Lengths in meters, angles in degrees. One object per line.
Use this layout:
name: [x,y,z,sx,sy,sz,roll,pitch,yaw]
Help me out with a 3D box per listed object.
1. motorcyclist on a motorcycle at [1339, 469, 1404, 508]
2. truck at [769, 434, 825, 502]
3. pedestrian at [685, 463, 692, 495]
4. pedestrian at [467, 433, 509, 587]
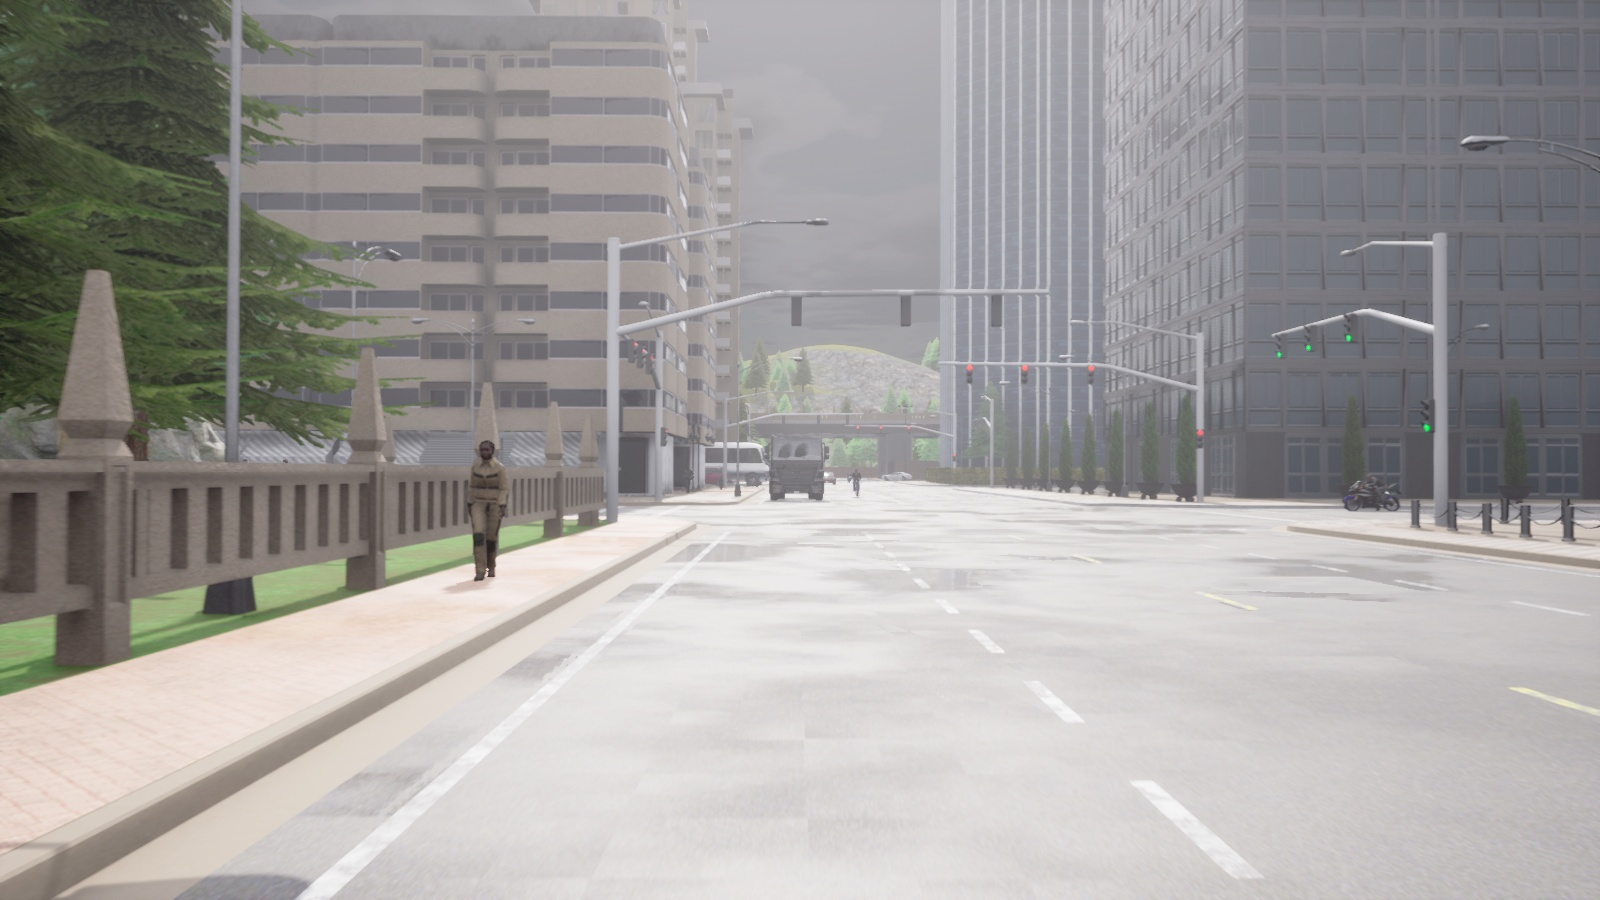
motorcyclist on a motorcycle: [22.791,1.542,50.111,2.191,1.530,0.866,0,-1,0]
truck: [-0.168,0.980,68.515,2.891,3.462,7.936,0,-1,0]
pedestrian: [-6.893,1.797,77.424,0.423,1.949,0.788,0,-1,-4]
pedestrian: [-4.003,0.759,16.133,0.396,1.930,0.692,0,-1,-2]
